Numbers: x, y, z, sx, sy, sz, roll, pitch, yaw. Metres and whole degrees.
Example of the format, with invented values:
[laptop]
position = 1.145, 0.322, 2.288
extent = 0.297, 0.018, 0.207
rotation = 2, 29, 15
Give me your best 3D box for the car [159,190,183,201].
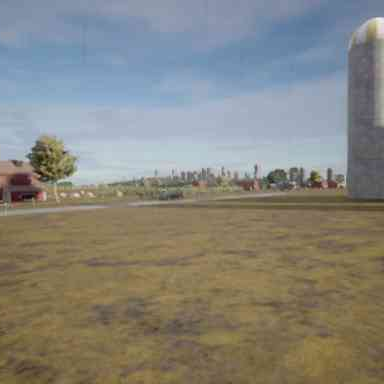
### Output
[car]
position = -3.896, 0.633, 62.629
extent = 2.150, 2.045, 5.566
rotation = 0, 1, 36
